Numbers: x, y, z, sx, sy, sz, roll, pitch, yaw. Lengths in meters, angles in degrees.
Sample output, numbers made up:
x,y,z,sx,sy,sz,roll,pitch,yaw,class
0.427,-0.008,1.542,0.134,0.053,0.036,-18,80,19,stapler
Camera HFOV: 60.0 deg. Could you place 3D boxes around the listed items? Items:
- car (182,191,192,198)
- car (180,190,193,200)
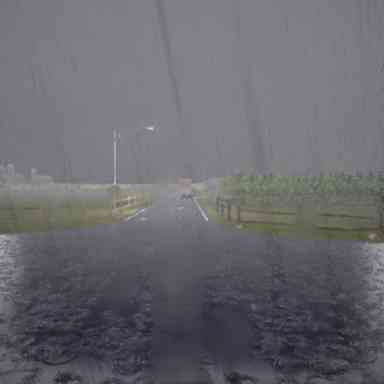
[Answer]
x,y,z,sx,sy,sz,roll,pitch,yaw,class
-1.074,0.468,68.010,1.994,1.385,4.181,0,1,-1,car
-0.915,0.418,57.940,2.097,1.767,4.553,0,1,-1,car
